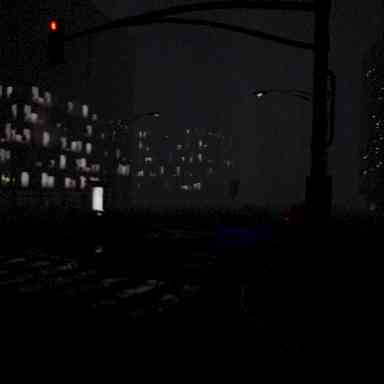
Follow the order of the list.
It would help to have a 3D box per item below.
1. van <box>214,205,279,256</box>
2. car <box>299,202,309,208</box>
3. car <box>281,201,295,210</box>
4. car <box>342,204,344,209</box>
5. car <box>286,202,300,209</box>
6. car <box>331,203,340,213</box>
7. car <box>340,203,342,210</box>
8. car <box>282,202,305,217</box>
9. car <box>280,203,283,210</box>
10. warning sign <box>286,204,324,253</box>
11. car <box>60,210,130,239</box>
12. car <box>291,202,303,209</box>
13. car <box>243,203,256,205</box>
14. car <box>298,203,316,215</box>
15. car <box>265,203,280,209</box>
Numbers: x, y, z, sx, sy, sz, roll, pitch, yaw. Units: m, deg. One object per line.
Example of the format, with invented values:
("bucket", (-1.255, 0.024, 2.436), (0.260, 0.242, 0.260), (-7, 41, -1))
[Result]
("van", (2.357, 1.639, 14.474), (1.690, 1.788, 3.998), (2, 0, 27))
("car", (29.461, 3.339, 87.316), (1.752, 1.417, 4.829), (2, -1, 27))
("car", (19.633, 2.756, 67.687), (1.967, 1.590, 4.097), (2, -1, 27))
("car", (34.551, 3.330, 78.767), (1.967, 1.590, 4.097), (2, -1, 27))
("car", (22.105, 2.991, 72.631), (2.008, 1.369, 4.403), (2, -1, 27))
("car", (24.641, 2.941, 58.984), (2.008, 1.369, 4.403), (2, -1, 27))
("car", (27.118, 3.065, 63.930), (2.008, 1.369, 4.403), (2, -1, 27))
("car", (13.053, 2.375, 41.754), (1.837, 1.490, 4.892), (2, -1, 27))
("car", (17.152, 2.743, 62.740), (2.008, 1.369, 4.403), (2, -1, 27))
("warning sign", (4.752, 1.482, 13.943), (1.300, 1.860, 1.060), (1, -1, 27))
("car", (-5.140, 1.665, 18.229), (1.947, 1.339, 4.313), (2, 0, 27))
("car", (24.582, 3.110, 77.576), (1.887, 1.381, 4.507), (2, -1, 27))
("car", (7.248, 2.140, 42.958), (1.967, 1.590, 4.097), (2, -1, 27))
("car", (17.648, 2.576, 51.021), (1.882, 1.535, 5.008), (2, -1, 27))
("car", (12.123, 2.467, 52.697), (1.752, 1.417, 4.829), (2, -1, 27))
